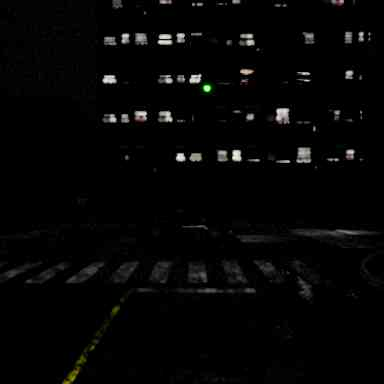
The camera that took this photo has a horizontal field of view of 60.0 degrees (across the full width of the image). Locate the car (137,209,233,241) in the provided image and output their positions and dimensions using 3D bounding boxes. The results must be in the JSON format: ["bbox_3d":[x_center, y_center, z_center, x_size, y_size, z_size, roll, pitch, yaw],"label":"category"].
[{"bbox_3d":[-0.349,1.670,17.014,4.892,1.490,1.837,0,-2,1],"label":"car"}]
